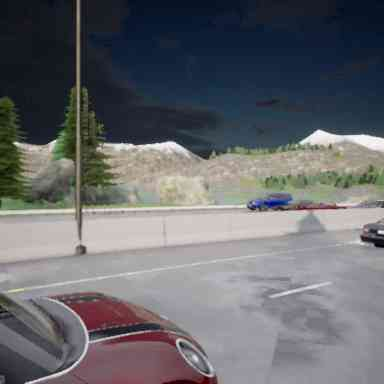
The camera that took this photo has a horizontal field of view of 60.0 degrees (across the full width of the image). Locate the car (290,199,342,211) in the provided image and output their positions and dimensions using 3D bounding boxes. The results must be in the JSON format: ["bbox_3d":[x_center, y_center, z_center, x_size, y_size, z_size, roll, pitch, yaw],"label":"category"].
[{"bbox_3d":[11.786,1.525,30.634,4.718,1.301,1.895,0,0,-25],"label":"car"}]

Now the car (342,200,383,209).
[{"bbox_3d":[15.598,1.439,28.489,4.892,1.490,1.837,0,0,-24],"label":"car"}]

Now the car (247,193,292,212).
[{"bbox_3d":[8.777,1.127,36.937,5.566,2.045,2.150,0,0,-25],"label":"car"}]

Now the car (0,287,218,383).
[{"bbox_3d":[-1.957,1.344,2.234,4.553,1.767,2.097,0,0,-36],"label":"car"}]

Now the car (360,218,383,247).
[{"bbox_3d":[9.124,1.518,13.376,5.357,1.411,2.033,0,0,-29],"label":"car"}]

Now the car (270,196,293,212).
[{"bbox_3d":[11.088,1.461,34.170,5.357,1.411,2.033,0,0,-25],"label":"car"}]
